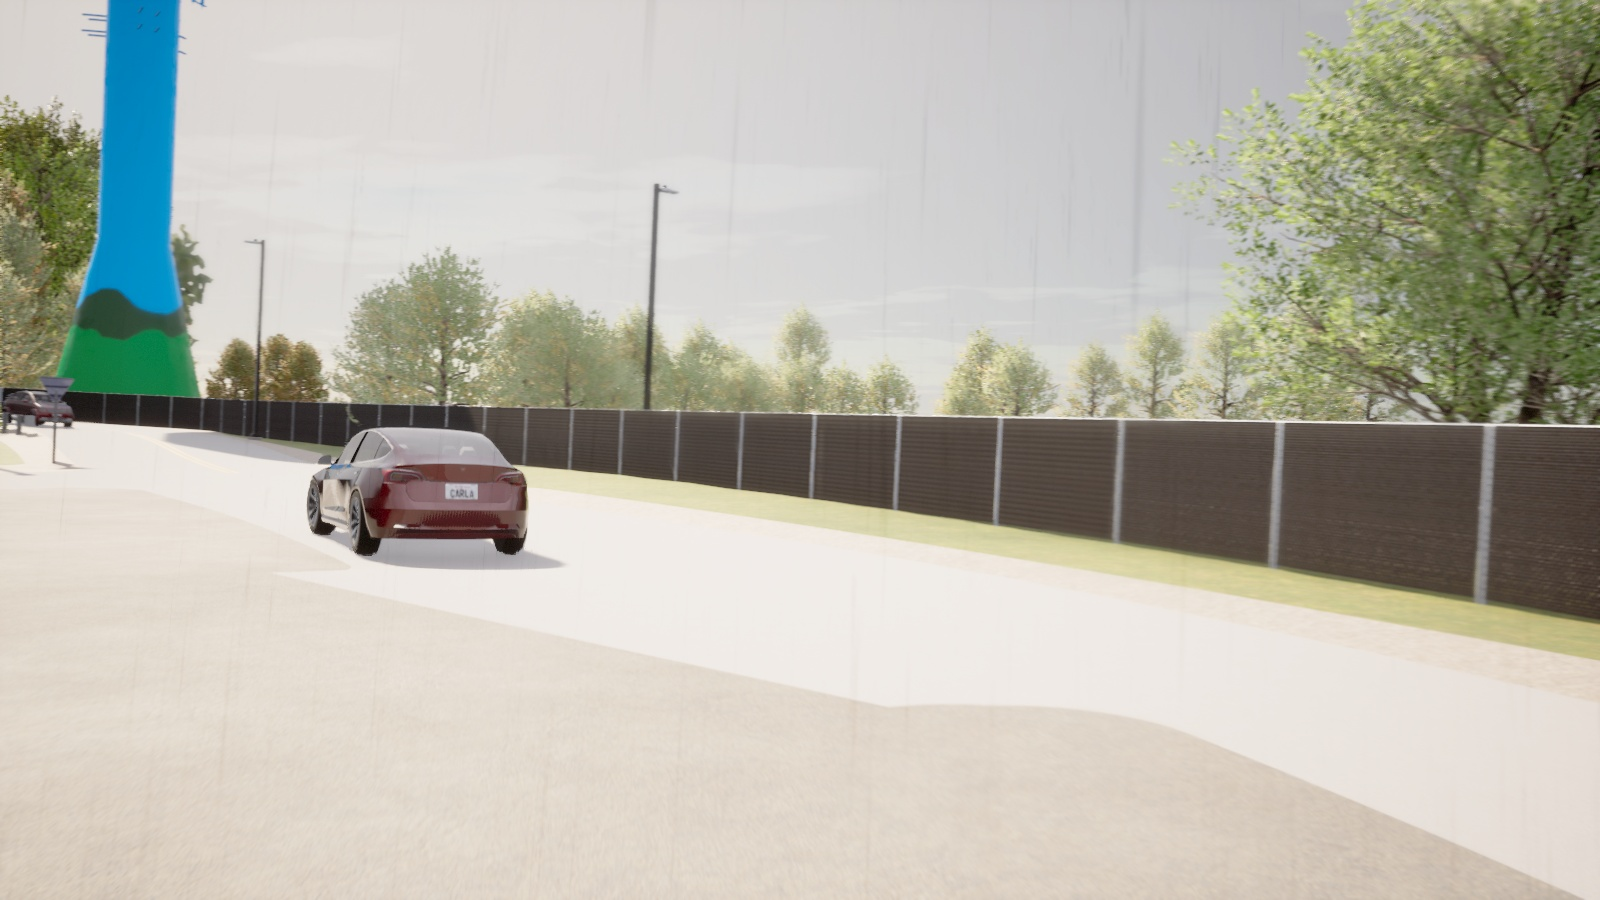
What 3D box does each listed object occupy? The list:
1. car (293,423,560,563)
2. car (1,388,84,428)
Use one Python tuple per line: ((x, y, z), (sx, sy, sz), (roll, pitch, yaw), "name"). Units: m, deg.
((-4.912, 0.451, 15.982), (2.163, 1.488, 4.792), (2, 0, -30), "car")
((-34.386, -1.899, 57.001), (3.705, 1.549, 1.789), (5, 2, 35), "car")
